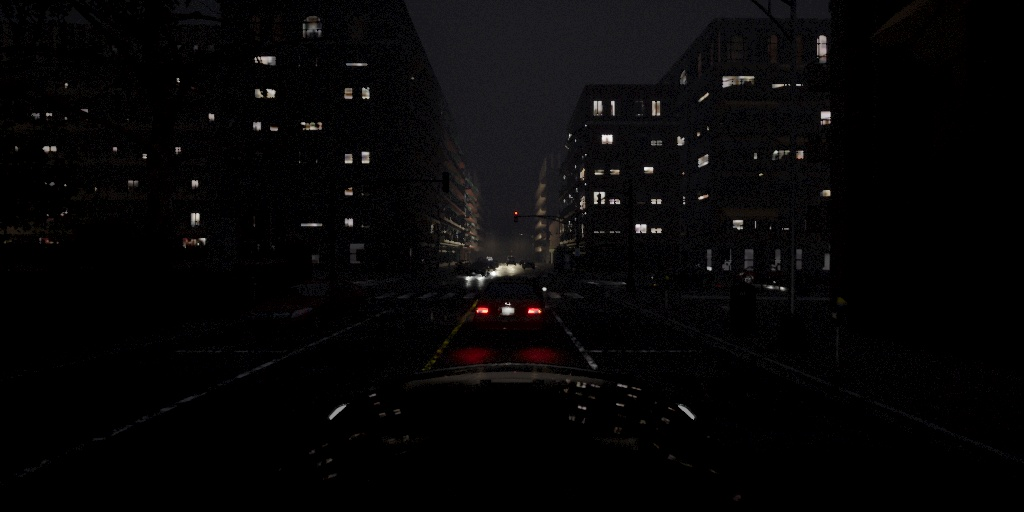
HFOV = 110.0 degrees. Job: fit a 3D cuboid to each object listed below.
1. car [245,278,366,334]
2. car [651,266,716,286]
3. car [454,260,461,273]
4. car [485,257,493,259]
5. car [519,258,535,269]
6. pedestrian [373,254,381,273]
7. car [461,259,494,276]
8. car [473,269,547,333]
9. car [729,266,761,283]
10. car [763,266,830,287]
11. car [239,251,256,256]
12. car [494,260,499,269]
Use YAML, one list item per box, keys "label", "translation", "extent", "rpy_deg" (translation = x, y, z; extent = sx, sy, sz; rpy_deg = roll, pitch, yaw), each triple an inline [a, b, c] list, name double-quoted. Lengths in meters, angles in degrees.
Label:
- label: "car"
  translation: [-5.708, 1.336, 10.537]
  extent: [1.802, 1.307, 4.207]
  rpy_deg: [0, 0, 0]
- label: "car"
  translation: [13.705, 1.516, 28.777]
  extent: [4.902, 1.511, 2.128]
  rpy_deg: [1, 0, -1]
- label: "car"
  translation: [-5.788, 1.210, 42.948]
  extent: [1.967, 1.591, 4.097]
  rpy_deg: [0, 0, 0]
- label: "car"
  translation: [-3.208, 1.329, 62.719]
  extent: [2.033, 1.411, 5.357]
  rpy_deg: [0, 0, 0]
- label: "car"
  translation: [2.565, 1.327, 54.240]
  extent: [2.007, 1.370, 4.403]
  rpy_deg: [0, 0, 0]
- label: "pedestrian"
  translation: [-12.789, 0.669, 33.924]
  extent: [0.375, 1.860, 0.375]
  rpy_deg: [0, -1, -1]
- label: "car"
  translation: [-3.501, 1.314, 37.384]
  extent: [2.033, 1.411, 5.357]
  rpy_deg: [0, 0, 5]
- label: "car"
  translation: [0.057, 1.301, 10.748]
  extent: [2.033, 1.411, 5.357]
  rpy_deg: [0, 0, 3]
- label: "car"
  translation: [21.310, 1.586, 31.450]
  extent: [4.097, 1.591, 1.967]
  rpy_deg: [0, 0, -1]
- label: "car"
  translation: [23.806, 1.751, 28.925]
  extent: [5.357, 1.411, 2.033]
  rpy_deg: [1, 0, -1]
- label: "car"
  translation: [-17.593, 0.707, 25.118]
  extent: [5.566, 2.045, 2.150]
  rpy_deg: [1, 0, -1]
- label: "car"
  translation: [-3.204, 1.375, 49.485]
  extent: [1.895, 1.301, 4.718]
  rpy_deg: [0, 0, 0]
